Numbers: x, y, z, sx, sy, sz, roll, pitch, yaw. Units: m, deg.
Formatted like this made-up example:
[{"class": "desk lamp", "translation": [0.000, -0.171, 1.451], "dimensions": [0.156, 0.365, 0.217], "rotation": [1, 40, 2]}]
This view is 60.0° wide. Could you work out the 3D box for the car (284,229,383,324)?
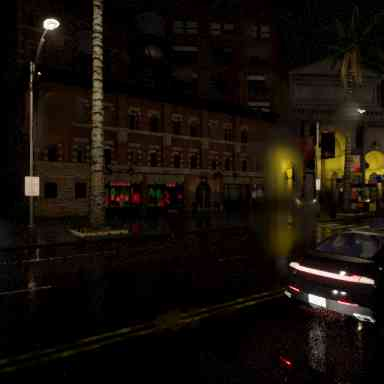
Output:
[{"class": "car", "translation": [3.951, 1.492, 6.628], "dimensions": [4.902, 1.511, 2.128], "rotation": [0, 0, -35]}]
